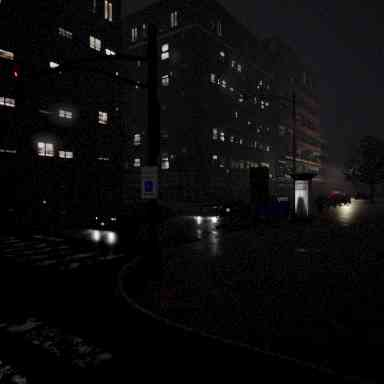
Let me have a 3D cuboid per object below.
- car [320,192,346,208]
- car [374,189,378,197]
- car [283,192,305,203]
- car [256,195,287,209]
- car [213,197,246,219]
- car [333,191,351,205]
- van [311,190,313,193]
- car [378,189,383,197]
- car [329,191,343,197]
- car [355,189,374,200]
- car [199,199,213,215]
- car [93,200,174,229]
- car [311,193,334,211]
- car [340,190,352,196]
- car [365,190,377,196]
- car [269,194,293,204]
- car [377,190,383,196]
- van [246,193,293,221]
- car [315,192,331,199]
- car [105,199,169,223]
[{"bbox_3d":[15.569,0.979,37.496,1.887,1.381,4.507,1,1,36],"label":"car"},{"bbox_3d":[31.993,0.590,60.494,1.887,1.381,4.507,1,1,36],"label":"car"},{"bbox_3d":[15.777,0.801,51.346,1.752,1.417,4.829,1,1,36],"label":"car"},{"bbox_3d":[9.112,1.046,37.759,1.994,1.385,4.181,0,1,36],"label":"car"},{"bbox_3d":[3.743,1.232,25.366,1.994,1.385,4.181,0,1,36],"label":"car"},{"bbox_3d":[18.854,0.923,42.096,1.947,1.339,4.313,1,1,36],"label":"car"},{"bbox_3d":[19.158,0.536,56.076,1.690,1.788,3.998,1,1,36],"label":"van"},{"bbox_3d":[41.847,0.356,74.293,1.887,1.381,4.507,1,1,36],"label":"car"},{"bbox_3d":[32.282,0.428,74.458,1.887,1.381,4.507,1,1,36],"label":"car"},{"bbox_3d":[28.709,0.564,55.892,1.967,1.590,4.097,1,1,36],"label":"car"},{"bbox_3d":[2.410,1.165,28.405,1.812,1.442,4.674,0,1,35],"label":"car"},{"bbox_3d":[-3.343,1.323,20.351,2.033,1.411,5.357,0,1,36],"label":"car"},{"bbox_3d":[12.285,1.078,32.897,1.947,1.339,4.313,1,1,36],"label":"car"},{"bbox_3d":[38.845,0.278,83.648,2.008,1.369,4.403,1,1,36],"label":"car"},{"bbox_3d":[44.237,0.216,82.070,1.994,1.385,4.181,0,1,36],"label":"car"},{"bbox_3d":[12.595,0.933,46.891,1.802,1.307,4.206,1,1,36],"label":"car"},{"bbox_3d":[45.132,0.315,78.893,1.802,1.307,4.206,1,1,36],"label":"car"},{"bbox_3d":[5.716,1.009,23.693,1.690,1.788,3.998,1,1,36],"label":"van"},{"bbox_3d":[25.720,0.621,65.270,1.802,1.307,4.206,1,1,36],"label":"car"},{"bbox_3d":[-3.812,1.283,23.916,1.887,1.381,4.507,1,1,36],"label":"car"}]
